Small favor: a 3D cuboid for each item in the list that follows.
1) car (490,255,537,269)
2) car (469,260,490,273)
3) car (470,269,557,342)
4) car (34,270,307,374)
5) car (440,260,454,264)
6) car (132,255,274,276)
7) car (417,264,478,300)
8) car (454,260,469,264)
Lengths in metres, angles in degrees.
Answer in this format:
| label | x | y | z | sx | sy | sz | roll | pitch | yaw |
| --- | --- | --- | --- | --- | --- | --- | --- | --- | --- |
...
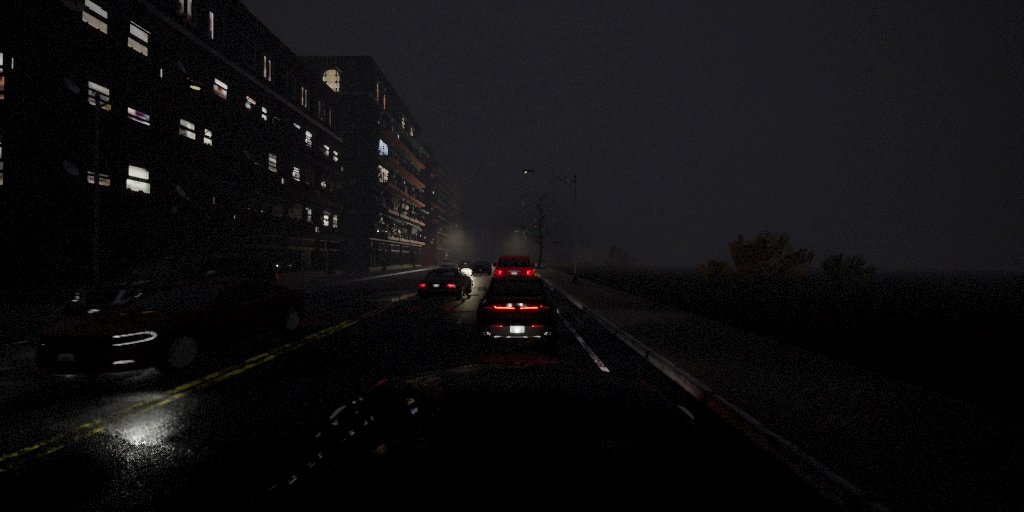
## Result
| label | x | y | z | sx | sy | sz | roll | pitch | yaw |
| --- | --- | --- | --- | --- | --- | --- | --- | --- | --- |
| car | 0.115 | 0.975 | 20.109 | 2.150 | 2.045 | 5.566 | 0 | 0 | 0 |
| car | -3.118 | 1.231 | 38.177 | 1.882 | 1.535 | 5.008 | 0 | 0 | 0 |
| car | 0.108 | 1.256 | 9.761 | 1.837 | 1.490 | 4.892 | 0 | 0 | 0 |
| car | -6.594 | 1.229 | 7.797 | 1.882 | 1.535 | 5.008 | 0 | 0 | 0 |
| car | -9.799 | 1.278 | 54.432 | 1.812 | 1.442 | 4.674 | 0 | 0 | 0 |
| car | -9.841 | 0.973 | 11.229 | 2.150 | 2.045 | 5.566 | 0 | 0 | 0 |
| car | -3.143 | 1.299 | 17.585 | 2.033 | 1.411 | 5.357 | 0 | 0 | 1 |
| car | -6.557 | 1.279 | 50.817 | 1.812 | 1.442 | 4.674 | 0 | 0 | 0 |
